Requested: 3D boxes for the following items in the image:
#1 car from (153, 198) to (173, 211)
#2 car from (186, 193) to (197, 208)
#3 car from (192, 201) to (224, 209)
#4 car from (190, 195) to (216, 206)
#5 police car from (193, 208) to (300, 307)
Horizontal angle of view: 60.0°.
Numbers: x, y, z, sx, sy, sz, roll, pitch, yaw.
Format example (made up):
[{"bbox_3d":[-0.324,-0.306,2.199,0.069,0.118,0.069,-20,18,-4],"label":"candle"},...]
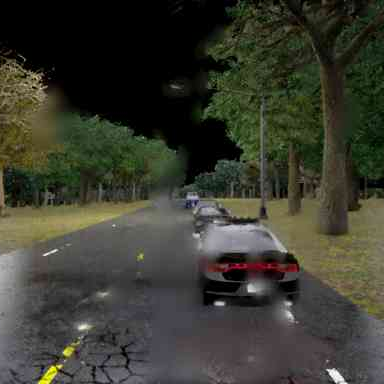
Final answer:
[{"bbox_3d":[-3.432,1.438,39.950,1.812,1.442,4.674,0,0,0],"label":"car"},{"bbox_3d":[0.119,1.356,46.876,1.882,1.535,5.008,0,0,1],"label":"car"},{"bbox_3d":[1.080,1.464,18.091,1.882,1.535,5.008,0,0,0],"label":"car"},{"bbox_3d":[1.089,1.323,24.063,2.097,1.767,4.553,0,0,0],"label":"car"},{"bbox_3d":[1.064,1.424,8.199,1.930,1.638,5.238,0,0,0],"label":"police car"}]
